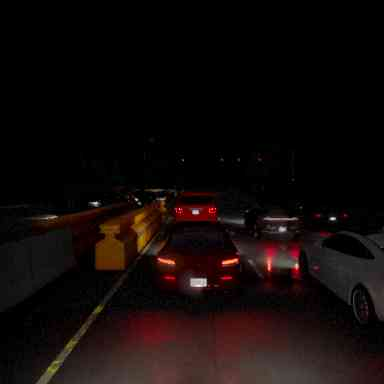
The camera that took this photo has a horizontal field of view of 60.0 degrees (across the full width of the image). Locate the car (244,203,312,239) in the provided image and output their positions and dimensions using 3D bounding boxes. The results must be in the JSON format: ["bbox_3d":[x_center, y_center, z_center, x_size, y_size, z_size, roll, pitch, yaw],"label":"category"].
[{"bbox_3d":[3.685,1.281,15.904,2.128,1.511,4.902,0,1,0],"label":"car"}]

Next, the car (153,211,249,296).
[{"bbox_3d":[0.136,1.430,8.290,1.812,1.442,4.674,0,1,0],"label":"car"}]

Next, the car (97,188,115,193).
[{"bbox_3d":[-13.721,0.452,52.904,2.150,2.045,5.566,0,1,1],"label":"car"}]

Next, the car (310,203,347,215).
[{"bbox_3d":[7.208,1.306,18.990,1.994,1.385,4.181,0,1,0],"label":"car"}]

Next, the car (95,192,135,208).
[{"bbox_3d":[-6.909,1.070,29.855,2.128,1.511,4.902,0,1,0],"label":"car"}]

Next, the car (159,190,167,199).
[{"bbox_3d":[-6.562,0.568,65.374,1.812,1.442,4.674,0,1,1],"label":"car"}]

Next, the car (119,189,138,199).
[{"bbox_3d":[-10.229,0.722,51.978,1.882,1.535,5.008,0,1,1],"label":"car"}]

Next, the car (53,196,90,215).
[{"bbox_3d":[-10.415,1.069,29.044,1.882,1.535,5.008,0,1,0],"label":"car"}]

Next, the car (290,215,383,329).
[{"bbox_3d":[3.625,1.455,6.656,1.812,1.442,4.674,0,1,0],"label":"car"}]

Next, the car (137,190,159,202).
[{"bbox_3d":[-6.737,0.761,51.214,1.837,1.490,4.892,0,1,1],"label":"car"}]

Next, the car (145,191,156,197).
[{"bbox_3d":[-9.915,0.372,80.157,1.994,1.385,4.181,0,1,0],"label":"car"}]

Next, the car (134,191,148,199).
[{"bbox_3d":[-10.054,0.601,65.688,1.994,1.385,4.181,0,1,1],"label":"car"}]

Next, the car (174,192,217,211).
[{"bbox_3d":[0.194,0.981,17.887,2.150,2.045,5.566,0,1,0],"label":"car"}]

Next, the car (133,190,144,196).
[{"bbox_3d":[-13.389,0.308,83.546,2.033,1.411,5.357,0,1,0],"label":"car"}]

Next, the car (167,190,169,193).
[{"bbox_3d":[-6.413,0.340,80.406,2.128,1.511,4.902,0,1,0],"label":"car"}]
